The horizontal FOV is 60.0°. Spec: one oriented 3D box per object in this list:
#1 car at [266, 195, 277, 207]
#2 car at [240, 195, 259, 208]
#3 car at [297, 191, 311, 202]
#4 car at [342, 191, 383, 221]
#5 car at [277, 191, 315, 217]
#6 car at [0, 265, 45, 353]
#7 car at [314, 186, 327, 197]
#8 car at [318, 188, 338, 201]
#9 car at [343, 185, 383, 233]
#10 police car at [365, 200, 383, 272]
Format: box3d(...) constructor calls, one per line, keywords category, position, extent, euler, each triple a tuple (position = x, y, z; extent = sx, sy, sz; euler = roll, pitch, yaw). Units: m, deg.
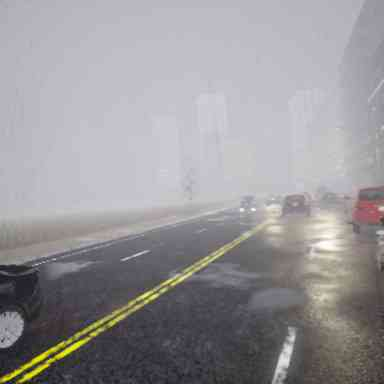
box3d(category="car", position=(10.558, 1.040, 42.349), extent=(2.033, 1.411, 5.357), euler=(-4, 0, 20))
box3d(category="car", position=(7.505, 1.219, 43.471), extent=(1.837, 1.490, 4.892), euler=(-4, 0, 20))
box3d(category="car", position=(16.420, 0.641, 48.784), extent=(1.812, 1.442, 4.674), euler=(-4, -1, 19))
box3d(category="car", position=(10.897, 0.800, 21.548), extent=(1.801, 1.575, 5.366), euler=(-4, 0, 21))
box3d(category="car", position=(8.335, 0.908, 26.434), extent=(2.097, 1.767, 4.553), euler=(-4, 0, 21))
box3d(category="car", position=(-4.314, 1.808, 4.226), extent=(1.882, 1.535, 5.008), euler=(-4, 0, 23))
box3d(category="car", position=(23.990, -0.126, 61.727), extent=(2.150, 2.045, 5.566), euler=(-4, 0, 17))
box3d(category="car", position=(18.567, 0.505, 45.150), extent=(1.994, 1.385, 4.181), euler=(-4, 0, 19))
box3d(category="car", position=(8.610, 0.699, 15.766), extent=(2.150, 2.045, 5.566), euler=(-4, 0, 22))
box3d(category="police car", position=(4.859, 1.115, 6.496), extent=(1.930, 1.638, 5.238), euler=(-4, 0, 23))
